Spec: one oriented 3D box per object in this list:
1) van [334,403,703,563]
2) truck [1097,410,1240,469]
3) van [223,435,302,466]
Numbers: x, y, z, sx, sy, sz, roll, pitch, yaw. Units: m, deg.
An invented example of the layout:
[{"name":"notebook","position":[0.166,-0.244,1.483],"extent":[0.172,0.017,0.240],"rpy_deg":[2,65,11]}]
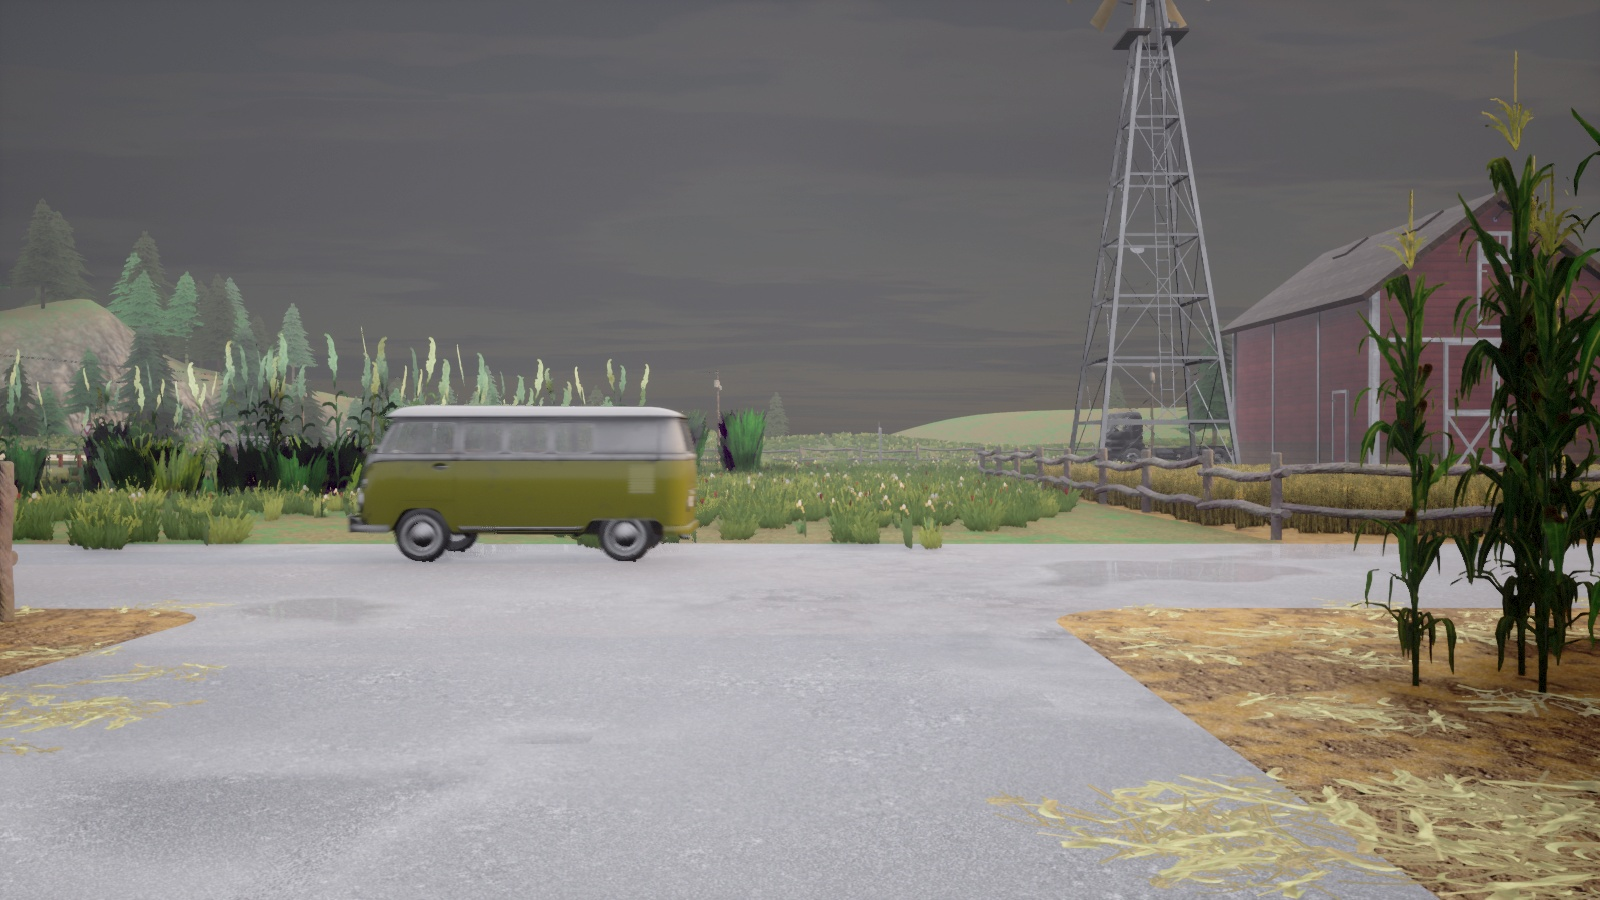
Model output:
[{"name":"van","position":[-3.558,0.403,16.478],"extent":[4.442,1.987,1.775],"rpy_deg":[0,0,0]},{"name":"truck","position":[22.227,-0.647,76.118],"extent":[7.936,3.462,2.891],"rpy_deg":[0,0,6]},{"name":"van","position":[-35.085,0.008,81.995],"extent":[4.442,1.987,1.775],"rpy_deg":[0,0,6]}]
